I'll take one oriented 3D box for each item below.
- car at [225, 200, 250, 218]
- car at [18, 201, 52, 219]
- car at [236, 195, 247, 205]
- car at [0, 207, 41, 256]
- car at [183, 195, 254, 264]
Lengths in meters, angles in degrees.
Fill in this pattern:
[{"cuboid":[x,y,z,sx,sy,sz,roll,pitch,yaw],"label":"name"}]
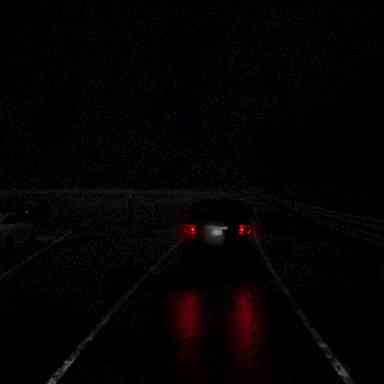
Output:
[{"cuboid":[4.514,1.575,32.621,2.128,1.511,4.902,0,0,11],"label":"car"},{"cuboid":[-13.996,1.517,29.777,1.882,1.535,5.008,0,-1,-10],"label":"car"},{"cuboid":[8.750,1.358,59.399,1.837,1.490,4.892,0,1,7],"label":"car"},{"cuboid":[-7.478,1.490,12.705,1.812,1.442,4.674,0,0,-10],"label":"car"},{"cuboid":[0.994,1.244,12.056,2.150,2.045,5.566,0,0,6],"label":"car"}]
